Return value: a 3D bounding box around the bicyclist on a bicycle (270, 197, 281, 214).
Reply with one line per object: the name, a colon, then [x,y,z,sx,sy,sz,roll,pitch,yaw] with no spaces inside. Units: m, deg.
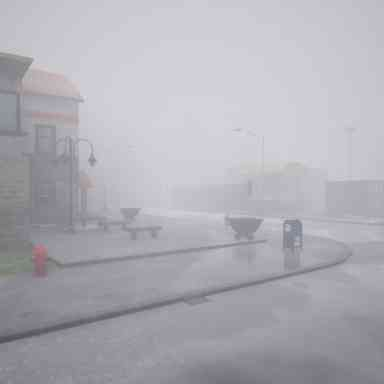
bicyclist on a bicycle: [8.066,1.349,32.012,1.656,1.620,0.582,0,0,-35]
